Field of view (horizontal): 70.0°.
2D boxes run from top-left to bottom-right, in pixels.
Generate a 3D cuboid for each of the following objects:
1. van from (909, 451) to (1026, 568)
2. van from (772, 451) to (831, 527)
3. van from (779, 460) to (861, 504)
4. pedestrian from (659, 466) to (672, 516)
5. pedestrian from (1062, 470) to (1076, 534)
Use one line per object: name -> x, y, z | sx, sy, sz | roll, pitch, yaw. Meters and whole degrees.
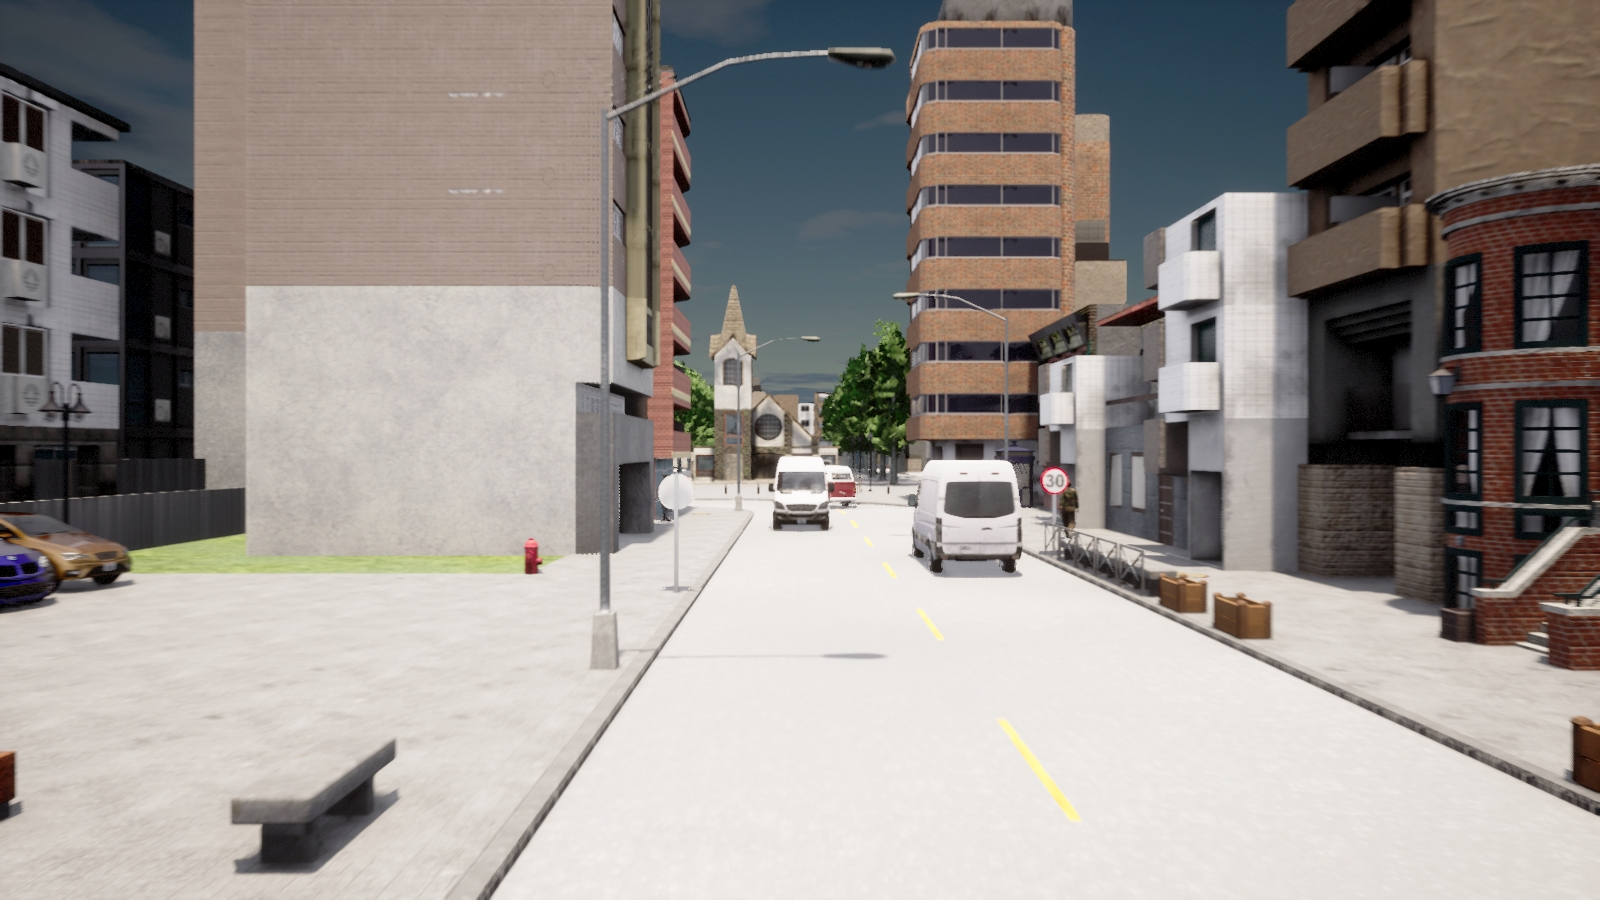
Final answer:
van -> 3.975, 1.313, 28.147 | 1.988, 2.561, 5.915 | 0, 0, 0
van -> 0.050, 1.313, 41.689 | 1.988, 2.561, 5.915 | 0, 0, 0
van -> 0.947, 1.566, 56.802 | 2.069, 2.038, 4.480 | 1, 0, -30
pedestrian -> -5.029, 1.522, 42.661 | 0.375, 1.860, 0.375 | 0, 0, -30
pedestrian -> 7.916, 1.523, 33.660 | 0.375, 1.860, 0.375 | 0, 0, 8
